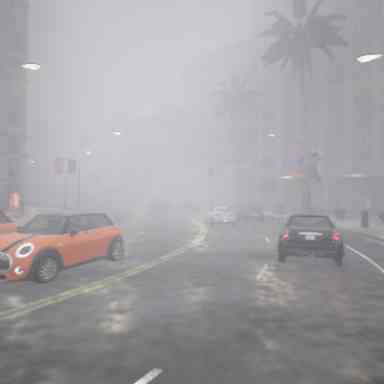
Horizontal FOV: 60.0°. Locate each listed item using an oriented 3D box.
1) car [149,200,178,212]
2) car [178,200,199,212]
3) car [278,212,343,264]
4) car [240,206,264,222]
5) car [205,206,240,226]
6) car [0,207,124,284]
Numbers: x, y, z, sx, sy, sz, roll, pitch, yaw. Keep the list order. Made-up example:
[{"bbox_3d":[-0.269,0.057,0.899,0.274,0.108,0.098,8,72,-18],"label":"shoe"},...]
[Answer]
[{"bbox_3d":[-4.354,1.864,45.761,2.128,1.511,4.902,1,-1,-30],"label":"car"},{"bbox_3d":[-0.846,1.940,46.653,1.837,1.490,4.892,2,-1,-29],"label":"car"},{"bbox_3d":[4.457,1.545,12.958,2.097,1.767,4.553,1,-1,16],"label":"car"},{"bbox_3d":[5.066,1.934,30.448,1.994,1.385,4.181,1,-1,-9],"label":"car"},{"bbox_3d":[2.170,1.807,25.836,1.812,1.442,4.674,1,0,-4],"label":"car"},{"bbox_3d":[-3.992,1.387,9.885,2.097,1.767,4.553,1,-1,21],"label":"car"}]
